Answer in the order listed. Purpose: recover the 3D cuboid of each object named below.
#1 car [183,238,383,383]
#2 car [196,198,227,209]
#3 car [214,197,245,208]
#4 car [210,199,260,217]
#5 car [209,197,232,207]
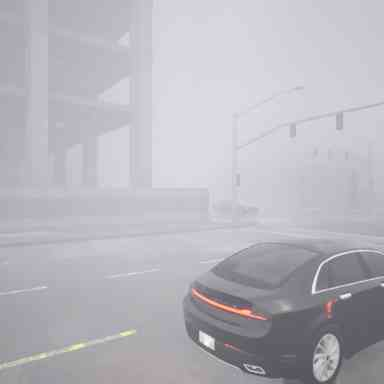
[{"bbox_3d":[2.160,1.505,5.329,4.892,1.490,1.837,0,0,-35],"label":"car"},{"bbox_3d":[2.615,1.525,46.160,1.812,1.442,4.674,0,0,-36],"label":"car"},{"bbox_3d":[5.366,1.525,48.352,1.812,1.442,4.674,0,0,-36],"label":"car"},{"bbox_3d":[4.190,1.601,31.732,1.895,1.301,4.718,0,0,-36],"label":"car"},{"bbox_3d":[4.055,1.526,37.886,1.812,1.442,4.674,0,0,-36],"label":"car"}]
